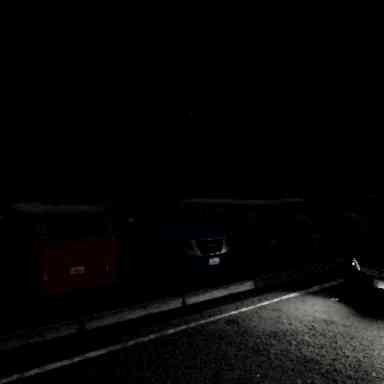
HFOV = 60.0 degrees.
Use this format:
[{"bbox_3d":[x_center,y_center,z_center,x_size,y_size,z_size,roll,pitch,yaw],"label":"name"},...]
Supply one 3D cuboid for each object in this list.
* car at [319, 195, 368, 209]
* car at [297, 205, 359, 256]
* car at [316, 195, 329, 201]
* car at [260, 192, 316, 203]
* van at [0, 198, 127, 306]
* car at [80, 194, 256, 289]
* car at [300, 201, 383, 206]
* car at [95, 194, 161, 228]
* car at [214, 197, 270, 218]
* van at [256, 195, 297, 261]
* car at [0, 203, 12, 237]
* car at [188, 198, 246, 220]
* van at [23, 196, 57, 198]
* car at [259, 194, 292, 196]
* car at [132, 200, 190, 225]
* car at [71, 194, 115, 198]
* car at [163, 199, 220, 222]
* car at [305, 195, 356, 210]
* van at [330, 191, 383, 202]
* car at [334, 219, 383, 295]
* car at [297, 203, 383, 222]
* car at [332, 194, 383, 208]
[{"bbox_3d":[17.897,1.107,39.460,2.163,1.488,4.792,-1,1,-36],"label":"car"},{"bbox_3d":[3.436,1.422,13.019,2.231,1.521,4.892,-1,0,-36],"label":"car"},{"bbox_3d":[11.137,1.194,34.599,2.097,1.535,5.008,-1,1,-36],"label":"car"},{"bbox_3d":[8.896,0.982,32.955,2.435,2.045,5.566,-1,1,-36],"label":"car"},{"bbox_3d":[-3.473,1.254,8.216,1.878,1.987,4.442,0,0,-36],"label":"van"},{"bbox_3d":[-1.108,1.211,9.728,2.435,2.045,5.566,0,0,-36],"label":"car"},{"bbox_3d":[7.988,1.398,16.300,2.163,1.488,4.792,-1,0,-36],"label":"car"},{"bbox_3d":[-4.656,1.176,23.269,2.435,2.045,5.566,-1,0,-36],"label":"car"},{"bbox_3d":[4.368,1.309,29.748,2.097,1.535,5.008,-1,0,-36],"label":"car"},{"bbox_3d":[1.086,1.219,11.475,1.878,1.987,4.442,-1,0,-36],"label":"van"},{"bbox_3d":[-11.554,1.481,18.602,1.946,1.575,5.366,0,0,-36],"label":"car"},{"bbox_3d":[1.999,1.341,28.287,1.946,1.575,5.366,-1,1,-36],"label":"car"},{"bbox_3d":[-9.258,1.241,20.159,1.878,1.987,4.442,0,0,-36],"label":"van"},{"bbox_3d":[6.628,1.274,31.362,2.231,1.521,4.892,-1,1,-36],"label":"car"},{"bbox_3d":[-2.430,1.433,24.931,2.163,1.488,4.792,-1,0,-36],"label":"car"},{"bbox_3d":[-6.948,1.198,21.701,2.435,2.045,5.566,0,0,-36],"label":"car"},{"bbox_3d":[-0.132,1.407,26.502,2.163,1.488,4.792,-1,0,-36],"label":"car"},{"bbox_3d":[15.652,1.117,37.828,2.231,1.521,4.892,-1,1,-36],"label":"car"},{"bbox_3d":[10.215,1.108,17.999,1.878,1.987,4.442,-1,0,-36],"label":"van"},{"bbox_3d":[5.449,1.448,7.567,4.674,1.442,1.812,-1,0,-35],"label":"car"},{"bbox_3d":[5.722,1.436,14.641,2.002,1.452,4.674,-1,0,-36],"label":"car"},{"bbox_3d":[20.279,1.035,40.898,1.946,1.575,5.366,-1,1,-36],"label":"car"}]
